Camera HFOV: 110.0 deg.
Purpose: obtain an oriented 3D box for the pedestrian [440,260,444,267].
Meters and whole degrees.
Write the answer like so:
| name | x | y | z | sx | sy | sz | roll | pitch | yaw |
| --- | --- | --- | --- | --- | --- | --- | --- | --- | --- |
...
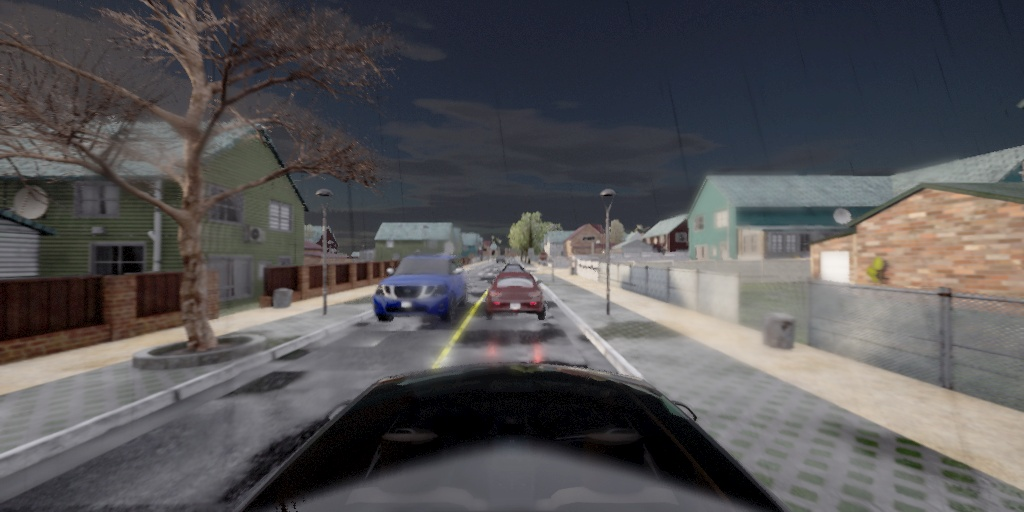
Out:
| name | x | y | z | sx | sy | sz | roll | pitch | yaw |
| --- | --- | --- | --- | --- | --- | --- | --- | --- | --- |
| pedestrian | -9.681 | 1.122 | 49.283 | 0.375 | 1.860 | 0.375 | 0 | 1 | 0 |

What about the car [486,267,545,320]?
| name | x | y | z | sx | sy | sz | roll | pitch | yaw |
| --- | --- | --- | --- | --- | --- | --- | --- | --- | --- |
| car | 0.100 | 1.259 | 12.502 | 1.812 | 1.442 | 4.674 | 0 | 0 | 0 |

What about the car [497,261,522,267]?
| name | x | y | z | sx | sy | sz | roll | pitch | yaw |
| --- | --- | --- | --- | --- | --- | --- | --- | --- | --- |
| car | 0.097 | 1.273 | 26.746 | 1.994 | 1.385 | 4.181 | 0 | 0 | 1 |

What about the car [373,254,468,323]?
| name | x | y | z | sx | sy | sz | roll | pitch | yaw |
| --- | --- | --- | --- | --- | --- | --- | --- | --- | --- |
| car | -2.847 | 0.955 | 12.445 | 2.150 | 2.045 | 5.566 | 0 | 0 | 0 |
